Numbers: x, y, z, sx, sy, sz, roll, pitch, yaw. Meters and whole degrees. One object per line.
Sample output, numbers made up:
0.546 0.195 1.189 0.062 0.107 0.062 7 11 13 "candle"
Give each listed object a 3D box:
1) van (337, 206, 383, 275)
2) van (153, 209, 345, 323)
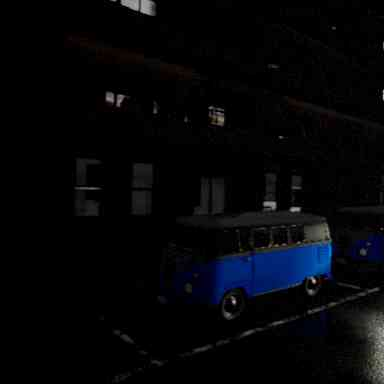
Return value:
5.715 1.326 10.127 3.998 1.788 1.690 0 2 -35 "van"
1.206 1.332 6.922 3.998 1.788 1.690 0 2 -35 "van"
